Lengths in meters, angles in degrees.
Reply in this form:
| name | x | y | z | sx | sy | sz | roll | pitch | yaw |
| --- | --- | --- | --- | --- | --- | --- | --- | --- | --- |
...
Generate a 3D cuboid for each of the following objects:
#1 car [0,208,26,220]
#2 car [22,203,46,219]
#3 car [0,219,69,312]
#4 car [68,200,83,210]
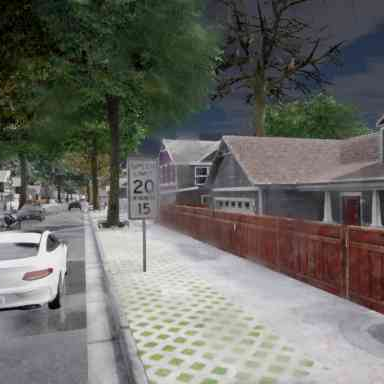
| name | x | y | z | sx | sy | sz | roll | pitch | yaw |
| --- | --- | --- | --- | --- | --- | --- | --- | --- | --- |
| car | -9.718 | 1.734 | 16.304 | 1.994 | 1.385 | 4.181 | -1 | 0 | -19 |
| car | -13.630 | 1.769 | 28.362 | 1.837 | 1.490 | 4.892 | -1 | 0 | -18 |
| car | -3.841 | 1.576 | 7.480 | 1.812 | 1.442 | 4.674 | -1 | 0 | -18 |
| car | -17.615 | 1.954 | 50.075 | 1.837 | 1.490 | 4.892 | -1 | -1 | -18 |
